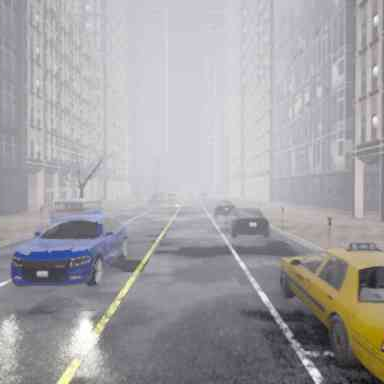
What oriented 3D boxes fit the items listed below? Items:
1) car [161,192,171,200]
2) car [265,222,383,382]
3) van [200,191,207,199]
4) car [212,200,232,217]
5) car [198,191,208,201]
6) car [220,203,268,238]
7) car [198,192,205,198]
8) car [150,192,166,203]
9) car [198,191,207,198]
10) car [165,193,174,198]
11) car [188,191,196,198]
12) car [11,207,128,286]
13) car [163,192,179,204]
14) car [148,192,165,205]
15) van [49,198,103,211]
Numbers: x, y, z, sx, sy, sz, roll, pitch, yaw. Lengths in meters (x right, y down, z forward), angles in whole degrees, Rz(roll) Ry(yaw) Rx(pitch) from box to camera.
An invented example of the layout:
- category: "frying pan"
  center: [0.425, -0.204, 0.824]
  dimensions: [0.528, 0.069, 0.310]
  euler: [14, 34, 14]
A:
- category: "car"
  center: [-5.691, 0.854, 73.719]
  dimensions: [1.967, 1.590, 4.097]
  euler: [0, 1, 0]
- category: "car"
  center: [2.686, 1.485, 5.509]
  dimensions: [1.752, 1.417, 4.829]
  euler: [0, 0, 0]
- category: "van"
  center: [2.689, 0.704, 79.413]
  dimensions: [1.690, 1.788, 3.998]
  euler: [0, 1, 0]
- category: "car"
  center: [2.687, 1.357, 28.131]
  dimensions: [1.947, 1.339, 4.313]
  euler: [0, 0, 0]
- category: "car"
  center: [2.352, 0.918, 68.440]
  dimensions: [1.801, 1.575, 5.366]
  euler: [0, 1, 0]
- category: "car"
  center: [2.687, 1.444, 16.736]
  dimensions: [1.947, 1.339, 4.313]
  euler: [0, 0, 0]
- category: "car"
  center: [2.691, 0.782, 90.982]
  dimensions: [1.752, 1.417, 4.829]
  euler: [0, 1, 0]
- category: "car"
  center: [-5.693, 0.878, 56.624]
  dimensions: [2.192, 1.841, 5.009]
  euler: [0, 0, 0]
- category: "car"
  center: [2.690, 0.626, 85.112]
  dimensions: [2.192, 1.841, 5.009]
  euler: [0, 1, 0]
- category: "car"
  center: [-5.690, 0.862, 85.117]
  dimensions: [2.008, 1.369, 4.403]
  euler: [0, 1, 0]
- category: "car"
  center: [0.003, 0.763, 86.267]
  dimensions: [1.895, 1.301, 4.718]
  euler: [0, 1, 0]
- category: "car"
  center: [-3.100, 1.410, 9.387]
  dimensions: [1.882, 1.535, 5.008]
  euler: [0, 0, 0]
- category: "car"
  center: [-3.075, 0.960, 51.259]
  dimensions: [2.097, 1.767, 4.553]
  euler: [0, 0, 0]
- category: "car"
  center: [-5.692, 1.155, 50.927]
  dimensions: [1.887, 1.381, 4.507]
  euler: [0, 0, 0]
- category: "van"
  center: [-5.695, 1.219, 16.738]
  dimensions: [1.690, 1.788, 3.998]
  euler: [0, 0, 0]
